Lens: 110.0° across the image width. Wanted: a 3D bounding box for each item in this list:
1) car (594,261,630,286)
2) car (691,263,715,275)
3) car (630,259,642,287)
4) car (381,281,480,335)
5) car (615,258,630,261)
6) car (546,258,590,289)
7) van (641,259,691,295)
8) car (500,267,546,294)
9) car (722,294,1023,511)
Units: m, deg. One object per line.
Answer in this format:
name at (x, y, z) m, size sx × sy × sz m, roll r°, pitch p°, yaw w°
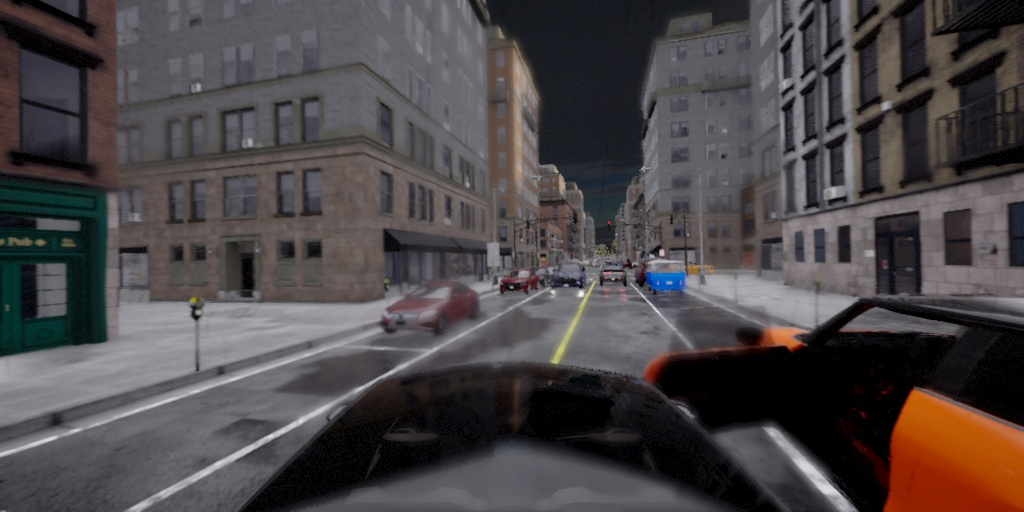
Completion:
car at (7.339, 1.343, 26.158) m, size 2.128 × 1.511 × 4.902 m, roll -1°, pitch -1°, yaw 15°
car at (17.248, 1.205, 35.571) m, size 5.008 × 1.535 × 1.882 m, roll -2°, pitch 0°, yaw 25°
car at (9.721, 1.113, 24.971) m, size 2.192 × 1.841 × 5.009 m, roll 0°, pitch 0°, yaw 15°
car at (-2.238, 1.459, 11.016) m, size 1.802 × 1.307 × 4.207 m, roll 0°, pitch 0°, yaw 15°
car at (19.276, 1.278, 61.100) m, size 2.192 × 1.841 × 5.009 m, roll 0°, pitch 0°, yaw 15°
car at (3.916, 1.245, 24.361) m, size 2.097 × 1.767 × 4.553 m, roll -1°, pitch 0°, yaw 15°
van at (8.321, 1.114, 19.640) m, size 1.690 × 1.789 × 3.998 m, roll 0°, pitch 0°, yaw 15°
car at (0.561, 1.473, 21.677) m, size 1.888 × 1.381 × 4.507 m, roll 0°, pitch 0°, yaw 15°
car at (3.449, 1.050, 2.621) m, size 2.097 × 1.767 × 4.553 m, roll -1°, pitch -1°, yaw 15°
